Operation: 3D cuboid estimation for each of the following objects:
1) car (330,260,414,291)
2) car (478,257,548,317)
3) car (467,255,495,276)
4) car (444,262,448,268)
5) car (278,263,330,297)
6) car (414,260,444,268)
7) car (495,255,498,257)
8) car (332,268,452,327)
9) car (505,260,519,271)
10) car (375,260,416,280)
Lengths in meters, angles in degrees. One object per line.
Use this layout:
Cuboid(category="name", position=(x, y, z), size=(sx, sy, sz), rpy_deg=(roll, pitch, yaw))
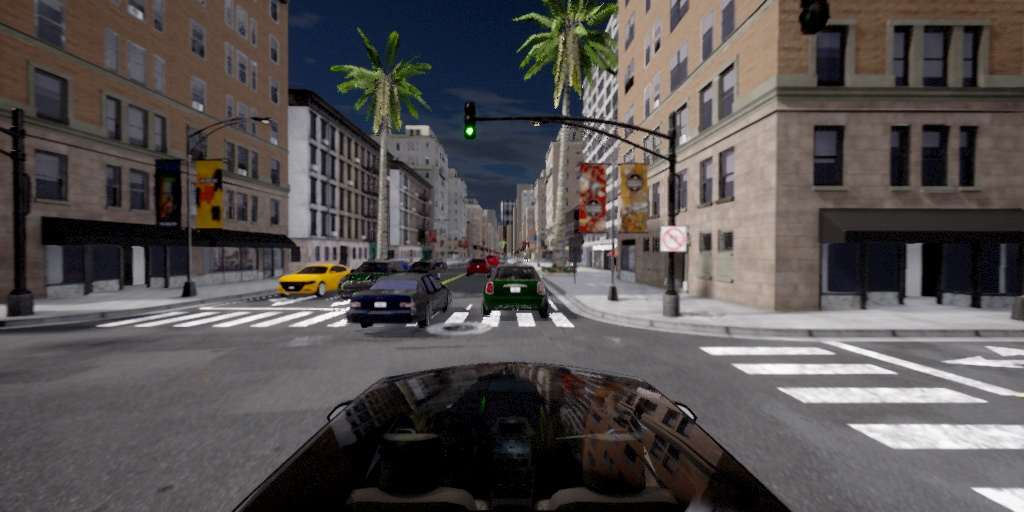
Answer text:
Cuboid(category="car", position=(-6.591, 1.025, 17.507), size=(2.097, 1.767, 4.553), rpy_deg=(0, 0, 0))
Cuboid(category="car", position=(0.104, 1.056, 13.108), size=(2.097, 1.767, 4.553), rpy_deg=(0, 0, 0))
Cuboid(category="car", position=(-3.145, 0.991, 35.336), size=(2.097, 1.767, 4.553), rpy_deg=(0, 0, 0))
Cuboid(category="car", position=(-9.806, 1.151, 47.429), size=(1.994, 1.385, 4.181), rpy_deg=(0, 0, 0))
Cuboid(category="car", position=(-9.846, 1.137, 18.519), size=(1.882, 1.535, 5.008), rpy_deg=(0, 0, 0))
Cuboid(category="car", position=(-6.589, 1.153, 26.545), size=(1.837, 1.490, 4.892), rpy_deg=(0, 1, 0))
Cuboid(category="car", position=(-3.167, 0.806, 57.703), size=(2.150, 2.045, 5.566), rpy_deg=(0, 0, 0))
Cuboid(category="car", position=(-3.153, 1.231, 11.104), size=(2.033, 1.411, 5.357), rpy_deg=(0, 0, 0))
Cuboid(category="car", position=(0.003, 1.217, 48.730), size=(1.895, 1.301, 4.718), rpy_deg=(0, 0, 0))
Cuboid(category="car", position=(-9.835, 1.107, 30.641), size=(1.882, 1.535, 5.008), rpy_deg=(0, 0, 0))
